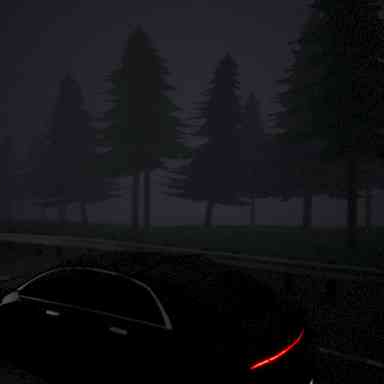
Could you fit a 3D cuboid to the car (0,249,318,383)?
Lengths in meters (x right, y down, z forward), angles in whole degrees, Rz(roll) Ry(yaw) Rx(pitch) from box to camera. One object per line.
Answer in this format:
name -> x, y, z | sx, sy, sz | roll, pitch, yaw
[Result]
car -> -0.988, 1.519, 4.286 | 4.892, 1.490, 1.837 | -1, -1, 33
